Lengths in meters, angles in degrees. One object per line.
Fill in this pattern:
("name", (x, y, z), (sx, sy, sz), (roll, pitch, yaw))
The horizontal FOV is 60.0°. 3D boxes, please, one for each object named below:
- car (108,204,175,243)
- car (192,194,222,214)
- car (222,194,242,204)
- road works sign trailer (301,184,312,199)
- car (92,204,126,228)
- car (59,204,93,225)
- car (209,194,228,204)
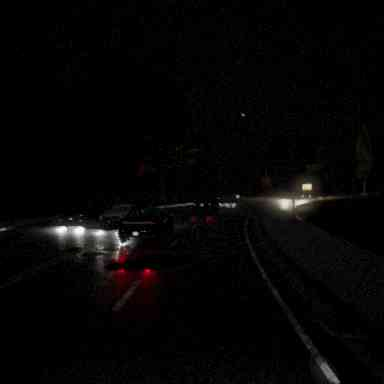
("car", (-2.044, 1.490, 16.072), (2.128, 1.511, 4.902), (0, 0, 6))
("car", (1.494, 1.320, 34.597), (2.097, 1.767, 4.553), (0, 0, 14))
("car", (7.833, 1.355, 61.544), (2.128, 1.511, 4.902), (-1, 0, 26))
("road works sign trailer", (28.602, -0.138, 82.317), (2.380, 3.560, 2.880), (-2, 0, 41))
("car", (-4.629, 1.529, 22.369), (1.812, 1.442, 4.674), (0, 0, 9))
("car", (-7.656, 1.576, 23.841), (1.994, 1.385, 4.181), (0, 0, 10))
("car", (5.058, 1.243, 63.274), (2.097, 1.767, 4.553), (-1, 0, 26))
